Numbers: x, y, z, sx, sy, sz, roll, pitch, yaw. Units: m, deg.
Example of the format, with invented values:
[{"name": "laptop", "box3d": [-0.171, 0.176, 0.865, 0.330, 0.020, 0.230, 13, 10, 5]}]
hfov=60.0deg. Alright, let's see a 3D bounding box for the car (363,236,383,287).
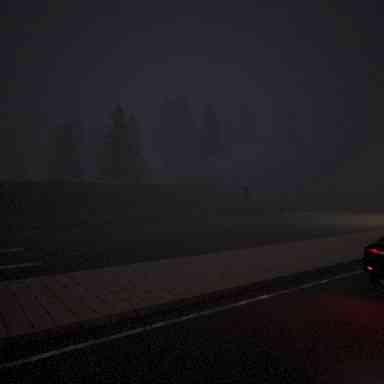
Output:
[{"name": "car", "box3d": [6.072, 1.492, 8.076, 4.902, 1.511, 2.128, 0, 0, -36]}]
